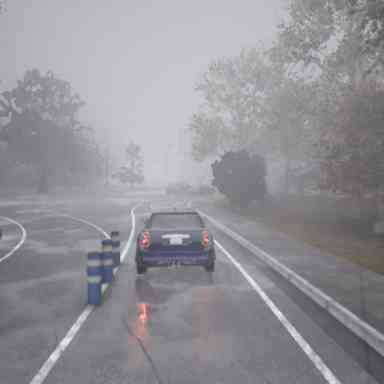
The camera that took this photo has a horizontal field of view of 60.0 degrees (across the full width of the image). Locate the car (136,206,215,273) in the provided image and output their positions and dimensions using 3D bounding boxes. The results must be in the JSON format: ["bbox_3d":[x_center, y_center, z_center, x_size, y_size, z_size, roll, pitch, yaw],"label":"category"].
[{"bbox_3d":[-0.567,1.225,10.606,2.097,1.767,4.553,0,1,-4],"label":"car"}]

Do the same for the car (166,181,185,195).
[{"bbox_3d":[-1.467,-0.585,42.900,2.097,1.767,4.553,2,4,28],"label":"car"}]

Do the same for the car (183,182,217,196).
[{"bbox_3d":[1.319,-0.277,41.145,2.033,1.411,5.357,2,4,28],"label":"car"}]
